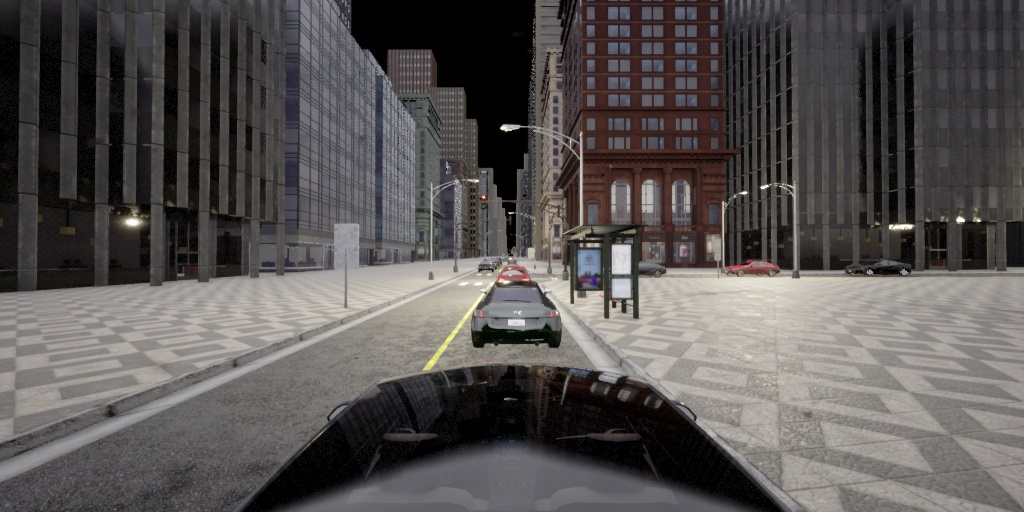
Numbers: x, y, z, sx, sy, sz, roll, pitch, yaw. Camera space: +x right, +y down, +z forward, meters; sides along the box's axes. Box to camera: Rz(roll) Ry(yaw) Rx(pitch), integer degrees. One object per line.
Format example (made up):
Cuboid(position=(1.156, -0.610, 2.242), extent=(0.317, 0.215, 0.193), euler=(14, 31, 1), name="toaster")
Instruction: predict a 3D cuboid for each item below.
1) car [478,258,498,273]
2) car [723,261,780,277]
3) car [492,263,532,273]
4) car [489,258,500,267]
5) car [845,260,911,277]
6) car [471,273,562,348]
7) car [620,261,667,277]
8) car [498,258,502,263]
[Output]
Cuboid(position=(-3.087, 1.244, 43.879), extent=(2.033, 1.411, 5.357), euler=(0, 0, -1), name="car")
Cuboid(position=(22.185, 1.189, 33.220), extent=(4.674, 1.442, 1.812), euler=(0, -1, 0), name="car")
Cuboid(position=(0.114, 1.269, 19.092), extent=(1.812, 1.442, 4.674), euler=(0, 0, 1), name="car")
Cuboid(position=(-3.076, 1.147, 64.241), extent=(1.837, 1.490, 4.892), euler=(0, 0, 0), name="car")
Cuboid(position=(33.812, 1.098, 33.201), extent=(5.008, 1.535, 1.882), euler=(0, -1, 0), name="car")
Cuboid(position=(0.097, 1.314, 9.257), extent=(1.994, 1.385, 4.181), euler=(0, 0, 0), name="car")
Cuboid(position=(11.864, 1.225, 33.223), extent=(4.674, 1.442, 1.812), euler=(0, -1, -2), name="car")
Cuboid(position=(-3.104, 1.163, 54.118), extent=(2.128, 1.511, 4.902), euler=(0, 0, 0), name="car")
